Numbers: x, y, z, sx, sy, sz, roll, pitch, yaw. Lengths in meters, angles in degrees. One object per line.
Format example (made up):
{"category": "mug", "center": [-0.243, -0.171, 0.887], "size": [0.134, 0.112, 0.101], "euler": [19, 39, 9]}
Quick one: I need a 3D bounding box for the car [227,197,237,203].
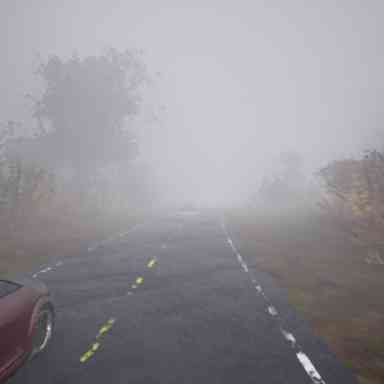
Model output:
{"category": "car", "center": [10.875, 2.335, 94.966], "size": [1.994, 1.385, 4.181], "euler": [0, -1, 13]}

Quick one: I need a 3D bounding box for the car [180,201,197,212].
{"category": "car", "center": [-0.456, 1.999, 45.940], "size": [1.994, 1.385, 4.181], "euler": [0, -1, 6]}

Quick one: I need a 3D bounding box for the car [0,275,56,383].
{"category": "car", "center": [-3.043, 1.593, 3.284], "size": [1.994, 1.385, 4.181], "euler": [0, -1, 1]}

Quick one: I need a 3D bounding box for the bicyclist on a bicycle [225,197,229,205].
{"category": "bicyclist on a bicycle", "center": [8.128, 2.126, 77.436], "size": [0.659, 1.776, 1.843], "euler": [0, -1, 11]}

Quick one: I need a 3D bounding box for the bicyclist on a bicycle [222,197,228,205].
{"category": "bicyclist on a bicycle", "center": [6.573, 2.036, 68.621], "size": [0.659, 1.776, 1.843], "euler": [0, -1, 10]}
